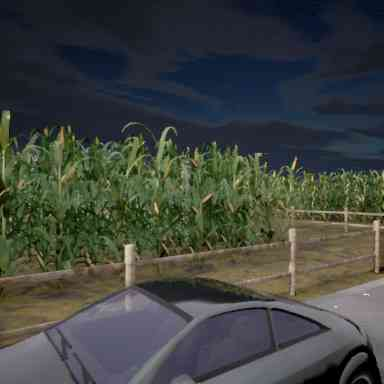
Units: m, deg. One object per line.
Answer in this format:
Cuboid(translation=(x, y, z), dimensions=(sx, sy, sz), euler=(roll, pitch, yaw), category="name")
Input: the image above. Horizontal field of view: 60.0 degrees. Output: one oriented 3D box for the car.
Cuboid(translation=(-0.211, 1.564, 2.905), dimensions=(4.181, 1.385, 1.994), euler=(0, 0, -35), category="car")
